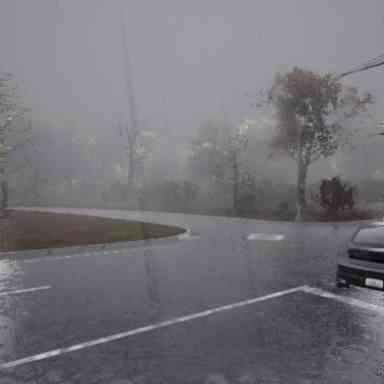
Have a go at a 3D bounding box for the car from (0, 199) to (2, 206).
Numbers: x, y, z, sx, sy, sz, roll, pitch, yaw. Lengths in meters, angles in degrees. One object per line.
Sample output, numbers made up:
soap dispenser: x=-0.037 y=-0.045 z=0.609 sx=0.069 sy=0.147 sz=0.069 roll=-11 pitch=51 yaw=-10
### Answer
car: x=-33.567 y=1.822 z=56.122 sx=5.008 sy=1.535 sz=1.882 roll=-1 pitch=0 yaw=29

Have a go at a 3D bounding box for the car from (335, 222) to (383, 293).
car: x=5.117 y=1.529 z=8.439 sx=1.837 sy=1.490 sz=4.892 roll=2 pitch=2 yaw=39
